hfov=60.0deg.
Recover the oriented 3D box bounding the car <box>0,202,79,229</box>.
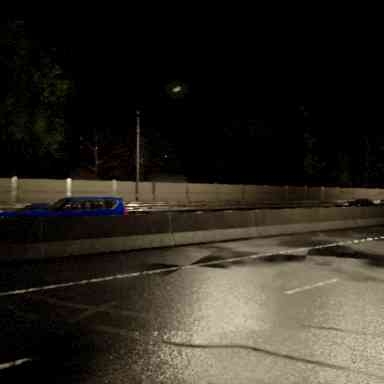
[{"bbox_3d":[-10.433,1.508,22.338,5.008,1.535,1.882,1,0,-35],"label":"car"}]

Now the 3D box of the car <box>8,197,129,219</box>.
[{"bbox_3d":[-5.960,1.256,16.932,5.566,2.045,2.150,0,0,-35],"label":"car"}]

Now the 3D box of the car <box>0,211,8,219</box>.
[{"bbox_3d":[-8.078,1.581,19.720,5.357,1.411,2.033,1,0,-35],"label":"car"}]

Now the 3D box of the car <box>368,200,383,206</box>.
[{"bbox_3d":[25.644,1.959,43.686,4.718,1.301,1.895,1,0,-35],"label":"car"}]

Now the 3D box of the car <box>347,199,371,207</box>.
[{"bbox_3d":[23.688,1.711,46.587,4.553,1.767,2.097,1,0,-35],"label":"car"}]
